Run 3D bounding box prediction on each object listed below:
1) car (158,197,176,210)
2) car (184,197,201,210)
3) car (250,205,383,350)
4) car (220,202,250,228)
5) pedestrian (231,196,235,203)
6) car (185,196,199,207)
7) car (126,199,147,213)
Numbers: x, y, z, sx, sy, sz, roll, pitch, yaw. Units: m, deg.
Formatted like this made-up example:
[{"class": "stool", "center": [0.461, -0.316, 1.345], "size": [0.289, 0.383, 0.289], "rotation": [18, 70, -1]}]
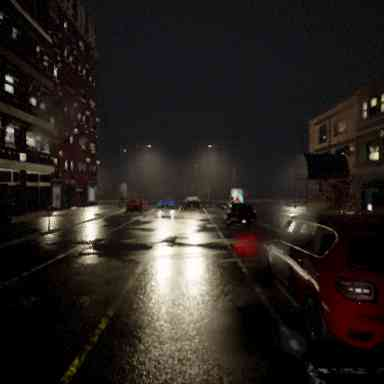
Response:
[{"class": "car", "center": [-3.086, 1.388, 40.658], "size": [1.812, 1.442, 4.674], "rotation": [0, 0, 0]}, {"class": "car", "center": [0.046, 1.352, 40.675], "size": [2.128, 1.511, 4.902], "rotation": [0, 0, 0]}, {"class": "car", "center": [2.675, 1.294, 6.182], "size": [2.192, 1.841, 5.009], "rotation": [-1, 0, 0]}, {"class": "car", "center": [2.993, 1.433, 21.584], "size": [1.837, 1.490, 4.892], "rotation": [0, 0, 0]}, {"class": "pedestrian", "center": [2.992, 1.212, 24.518], "size": [0.375, 1.860, 0.375], "rotation": [-1, 1, -3]}, {"class": "car", "center": [0.045, 1.395, 49.835], "size": [1.994, 1.385, 4.181], "rotation": [0, 0, 2]}, {"class": "car", "center": [-5.711, 1.428, 34.596], "size": [1.887, 1.381, 4.507], "rotation": [-1, 0, 0]}]
